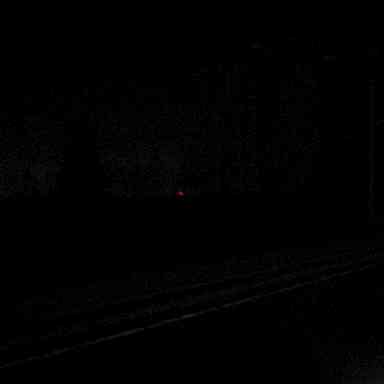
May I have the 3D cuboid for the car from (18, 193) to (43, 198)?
[{"bbox_3d":[-26.364,1.221,55.745,5.566,2.045,2.150,0,0,-36],"label":"car"}]
